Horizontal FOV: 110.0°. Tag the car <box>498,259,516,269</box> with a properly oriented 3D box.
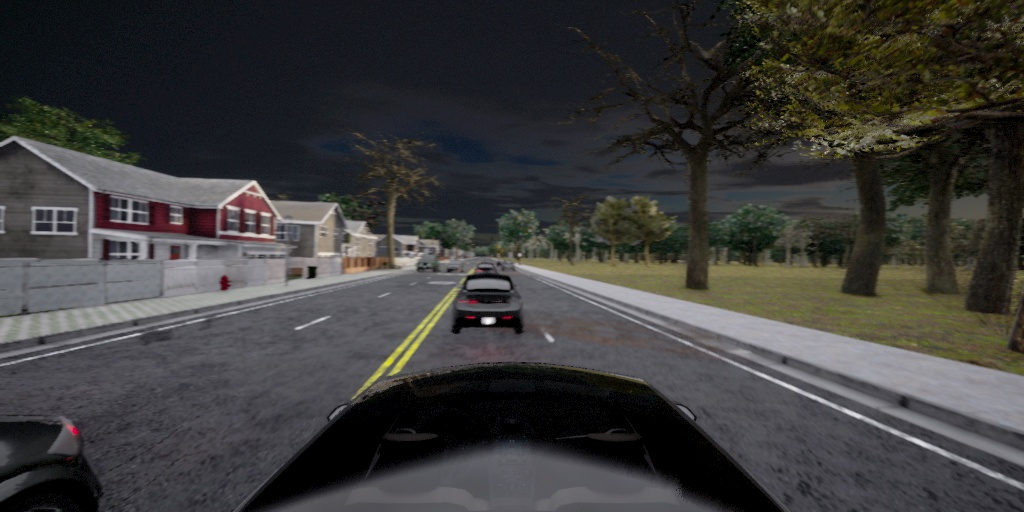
[{"bbox_3d":[-0.557,1.340,50.693,2.128,1.511,4.902,1,0,-5],"label":"car"}]

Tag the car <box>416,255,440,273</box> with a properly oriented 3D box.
[{"bbox_3d":[-9.907,0.877,42.710,2.150,2.045,5.566,1,0,-4],"label":"car"}]

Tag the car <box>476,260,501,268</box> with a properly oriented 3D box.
[{"bbox_3d":[-2.136,1.279,28.927,1.837,1.490,4.892,1,0,-4],"label":"car"}]

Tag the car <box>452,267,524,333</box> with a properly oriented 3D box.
[{"bbox_3d":[-0.732,1.263,10.778,1.837,1.490,4.892,1,0,-4],"label":"car"}]

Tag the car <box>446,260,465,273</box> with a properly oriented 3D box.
[{"bbox_3d":[-6.605,1.223,42.105,1.837,1.490,4.892,1,0,-4],"label":"car"}]

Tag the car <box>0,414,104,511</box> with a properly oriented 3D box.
[{"bbox_3d":[-3.389,1.246,0.376,1.994,1.385,4.181,1,0,-4],"label":"car"}]
